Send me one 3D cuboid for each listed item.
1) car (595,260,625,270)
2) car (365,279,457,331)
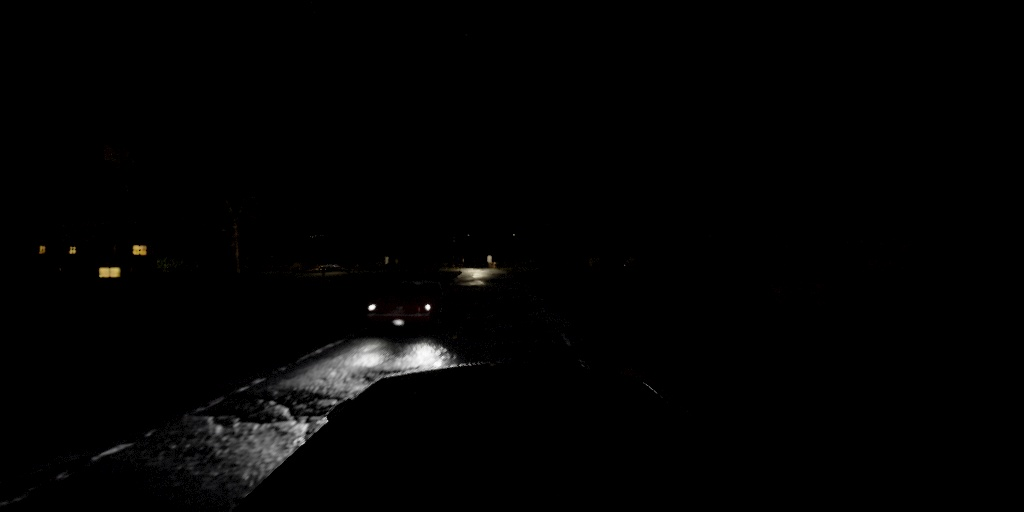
[{"bbox_3d":[16.361,1.451,59.860,4.892,1.490,1.837,-1,-1,16],"label":"car"},{"bbox_3d":[-2.983,1.432,11.521,1.895,1.301,4.718,0,0,-1],"label":"car"}]
